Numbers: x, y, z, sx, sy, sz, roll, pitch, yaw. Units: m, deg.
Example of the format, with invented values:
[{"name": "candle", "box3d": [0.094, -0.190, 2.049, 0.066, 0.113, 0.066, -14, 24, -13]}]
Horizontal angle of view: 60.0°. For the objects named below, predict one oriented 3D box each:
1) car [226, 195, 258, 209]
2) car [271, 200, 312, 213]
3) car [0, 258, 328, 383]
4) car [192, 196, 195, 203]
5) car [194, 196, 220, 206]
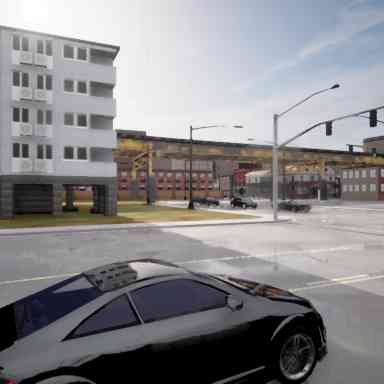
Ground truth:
[{"name": "car", "box3d": [7.079, 1.505, 45.771, 1.837, 1.490, 4.892, 0, 0, -25]}, {"name": "car", "box3d": [11.095, 1.601, 37.298, 1.895, 1.301, 4.718, 0, 0, -26]}, {"name": "car", "box3d": [-0.331, 1.564, 4.088, 4.181, 1.385, 1.994, 0, 0, -30]}, {"name": "car", "box3d": [0.775, 1.547, 65.799, 2.033, 1.411, 5.357, 0, 0, 3]}, {"name": "car", "box3d": [2.735, 1.547, 55.310, 2.033, 1.411, 5.357, 0, 0, -21]}]
